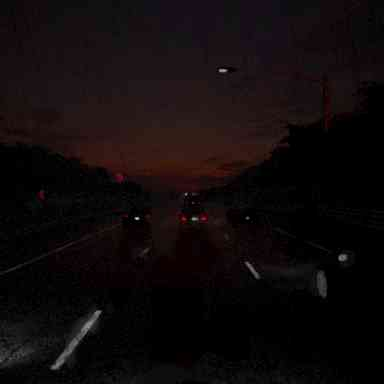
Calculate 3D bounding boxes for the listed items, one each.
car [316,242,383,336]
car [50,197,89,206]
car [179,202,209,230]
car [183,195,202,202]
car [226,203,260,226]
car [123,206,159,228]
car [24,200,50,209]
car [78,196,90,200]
[{"bbox_3d":[3.599,1.481,5.217,1.882,1.535,5.008,0,0,0],"label":"car"},{"bbox_3d":[-14.095,1.713,38.649,2.128,1.511,4.902,0,-1,0],"label":"car"},{"bbox_3d":[0.098,1.612,21.676,2.033,1.411,5.357,0,0,0],"label":"car"},{"bbox_3d":[0.095,1.462,41.144,2.150,2.045,5.566,0,-1,0],"label":"car"},{"bbox_3d":[3.597,1.560,24.009,1.882,1.535,5.008,0,-1,0],"label":"car"},{"bbox_3d":[-3.403,1.635,22.618,1.994,1.385,4.181,0,0,0],"label":"car"},{"bbox_3d":[-17.594,1.713,38.622,2.128,1.511,4.902,0,-1,0],"label":"car"},{"bbox_3d":[-21.008,1.471,63.600,2.097,1.767,4.553,0,-1,0],"label":"car"}]
